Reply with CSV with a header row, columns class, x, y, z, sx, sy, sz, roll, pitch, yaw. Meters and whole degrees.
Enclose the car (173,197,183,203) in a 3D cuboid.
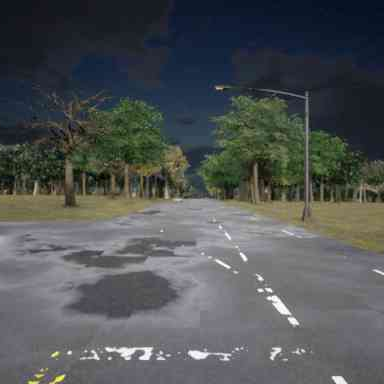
class,x,y,z,sx,sy,sz,roll,pitch,yaw
car,-3.176,1.823,76.328,1.895,1.301,4.718,0,0,4
